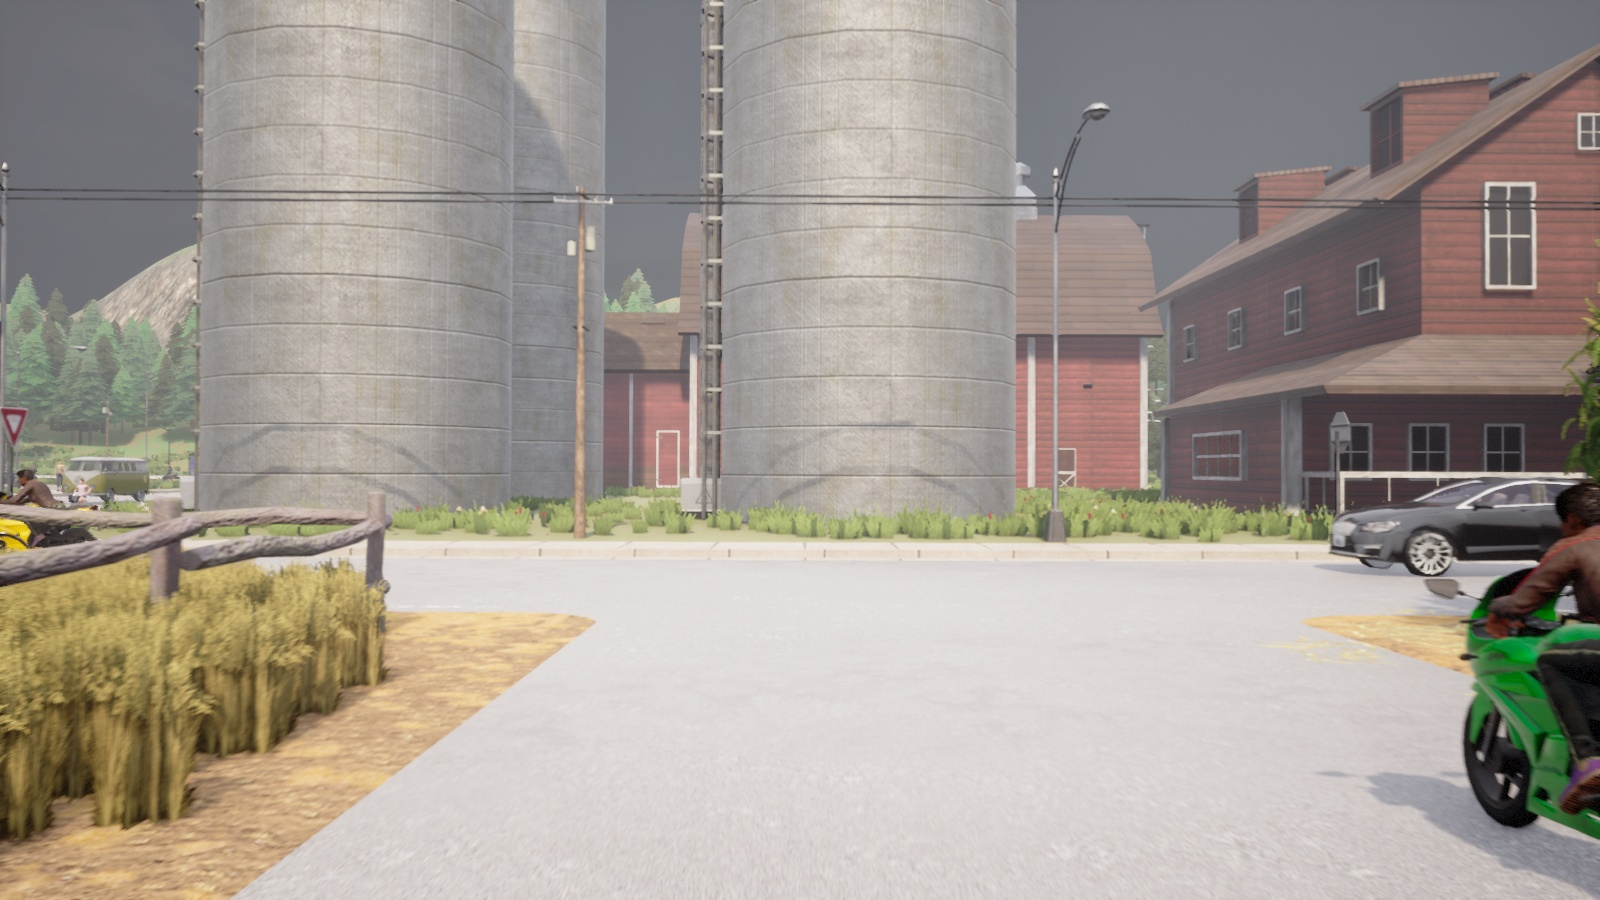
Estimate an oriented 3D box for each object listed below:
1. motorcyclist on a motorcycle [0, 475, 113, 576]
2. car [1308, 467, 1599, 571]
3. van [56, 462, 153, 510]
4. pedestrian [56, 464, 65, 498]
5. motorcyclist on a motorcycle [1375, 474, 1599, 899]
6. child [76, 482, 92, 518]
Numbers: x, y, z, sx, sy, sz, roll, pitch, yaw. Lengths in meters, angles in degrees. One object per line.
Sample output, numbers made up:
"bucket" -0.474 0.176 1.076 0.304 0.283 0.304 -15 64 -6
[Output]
"motorcyclist on a motorcycle" -11.853 1.146 19.400 2.044 1.523 0.797 0 -1 0
"car" 10.773 1.031 19.478 4.902 1.511 2.128 0 -1 0
"van" -29.769 1.524 53.928 1.775 1.987 4.442 0 -1 -1
"pedestrian" -40.795 1.707 69.298 0.345 1.836 0.594 0 -1 -23
"motorcyclist on a motorcycle" 3.100 0.860 4.855 0.797 1.523 2.044 0 -1 0
"child" -22.230 1.544 38.966 0.255 1.110 0.394 0 -1 3
